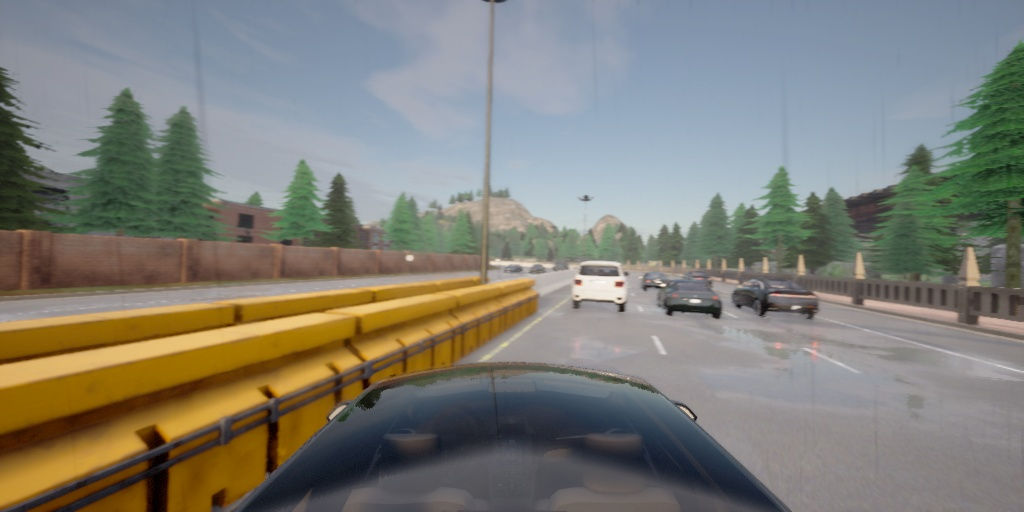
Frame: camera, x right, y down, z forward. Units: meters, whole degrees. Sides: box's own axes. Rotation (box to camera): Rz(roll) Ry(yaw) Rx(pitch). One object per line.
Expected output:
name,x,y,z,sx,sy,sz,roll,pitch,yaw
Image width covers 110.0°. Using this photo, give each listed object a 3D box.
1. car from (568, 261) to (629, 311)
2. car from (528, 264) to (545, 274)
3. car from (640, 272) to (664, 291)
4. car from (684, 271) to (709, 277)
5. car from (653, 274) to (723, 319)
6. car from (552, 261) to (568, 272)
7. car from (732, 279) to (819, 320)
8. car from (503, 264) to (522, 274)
car,4.122,1.265,16.542,2.150,2.045,5.566,2,0,17
car,3.729,1.955,53.745,1.837,1.490,4.892,2,-1,15
car,10.941,1.920,27.533,2.033,1.411,5.357,2,-1,17
car,15.372,2.028,30.133,2.128,1.511,4.902,2,-1,17
car,7.357,1.687,15.177,1.994,1.385,4.181,2,-1,17
car,7.384,1.783,53.808,2.150,2.045,5.566,2,-1,14
car,11.090,1.732,15.450,2.128,1.511,4.902,2,-1,17
car,0.186,1.889,53.847,2.033,1.411,5.357,2,-1,16
